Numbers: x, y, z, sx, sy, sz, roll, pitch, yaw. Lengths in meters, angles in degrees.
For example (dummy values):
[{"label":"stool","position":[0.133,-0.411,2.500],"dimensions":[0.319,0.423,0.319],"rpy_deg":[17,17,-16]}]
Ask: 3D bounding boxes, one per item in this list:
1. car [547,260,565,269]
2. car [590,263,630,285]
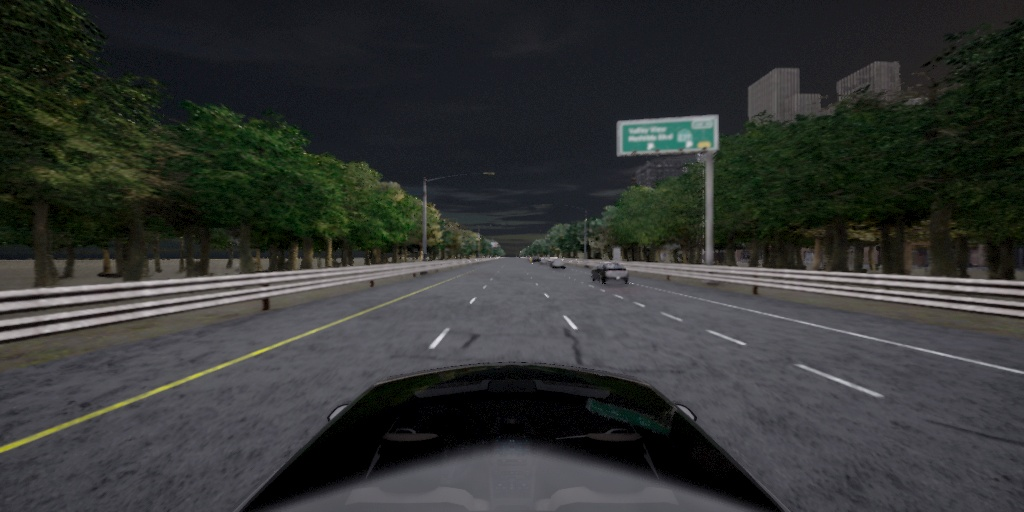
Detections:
[{"label":"car","position":[7.012,1.316,55.974],"dimensions":[1.994,1.385,4.181],"rpy_deg":[0,0,0]},{"label":"car","position":[7.003,1.243,26.078],"dimensions":[2.128,1.511,4.902],"rpy_deg":[0,0,0]}]
